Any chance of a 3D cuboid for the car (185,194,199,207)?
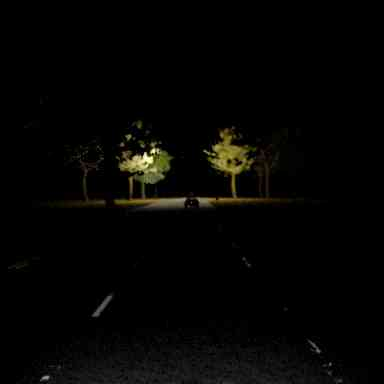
[{"bbox_3d":[-0.031,1.431,48.388,1.994,1.385,4.181,0,0,0],"label":"car"}]
